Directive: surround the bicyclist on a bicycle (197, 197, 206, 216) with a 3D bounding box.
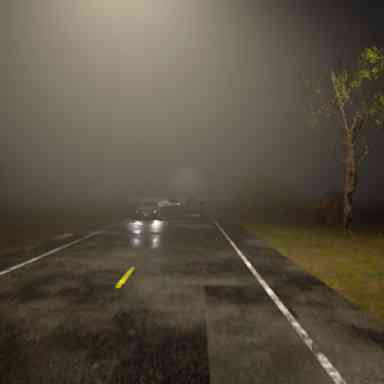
[{"bbox_3d":[0.969,1.356,30.336,0.659,1.776,1.843,0,0,0],"label":"bicyclist on a bicycle"}]

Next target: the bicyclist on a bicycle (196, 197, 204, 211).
[{"bbox_3d":[0.955,1.416,39.829,0.866,1.612,1.509,0,0,0],"label":"bicyclist on a bicycle"}]

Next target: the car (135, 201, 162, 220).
[{"bbox_3d":[-3.592,1.512,28.092,1.812,1.442,4.674,0,0,0],"label":"car"}]

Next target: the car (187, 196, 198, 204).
[{"bbox_3d":[0.018,1.532,61.564,1.994,1.385,4.181,0,0,1],"label":"car"}]

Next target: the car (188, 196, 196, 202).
[{"bbox_3d":[0.015,1.555,76.324,1.895,1.301,4.718,0,0,0],"label":"car"}]

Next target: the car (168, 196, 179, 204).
[{"bbox_3d":[-3.489,1.441,64.377,1.882,1.535,5.008,0,1,0],"label":"car"}]
